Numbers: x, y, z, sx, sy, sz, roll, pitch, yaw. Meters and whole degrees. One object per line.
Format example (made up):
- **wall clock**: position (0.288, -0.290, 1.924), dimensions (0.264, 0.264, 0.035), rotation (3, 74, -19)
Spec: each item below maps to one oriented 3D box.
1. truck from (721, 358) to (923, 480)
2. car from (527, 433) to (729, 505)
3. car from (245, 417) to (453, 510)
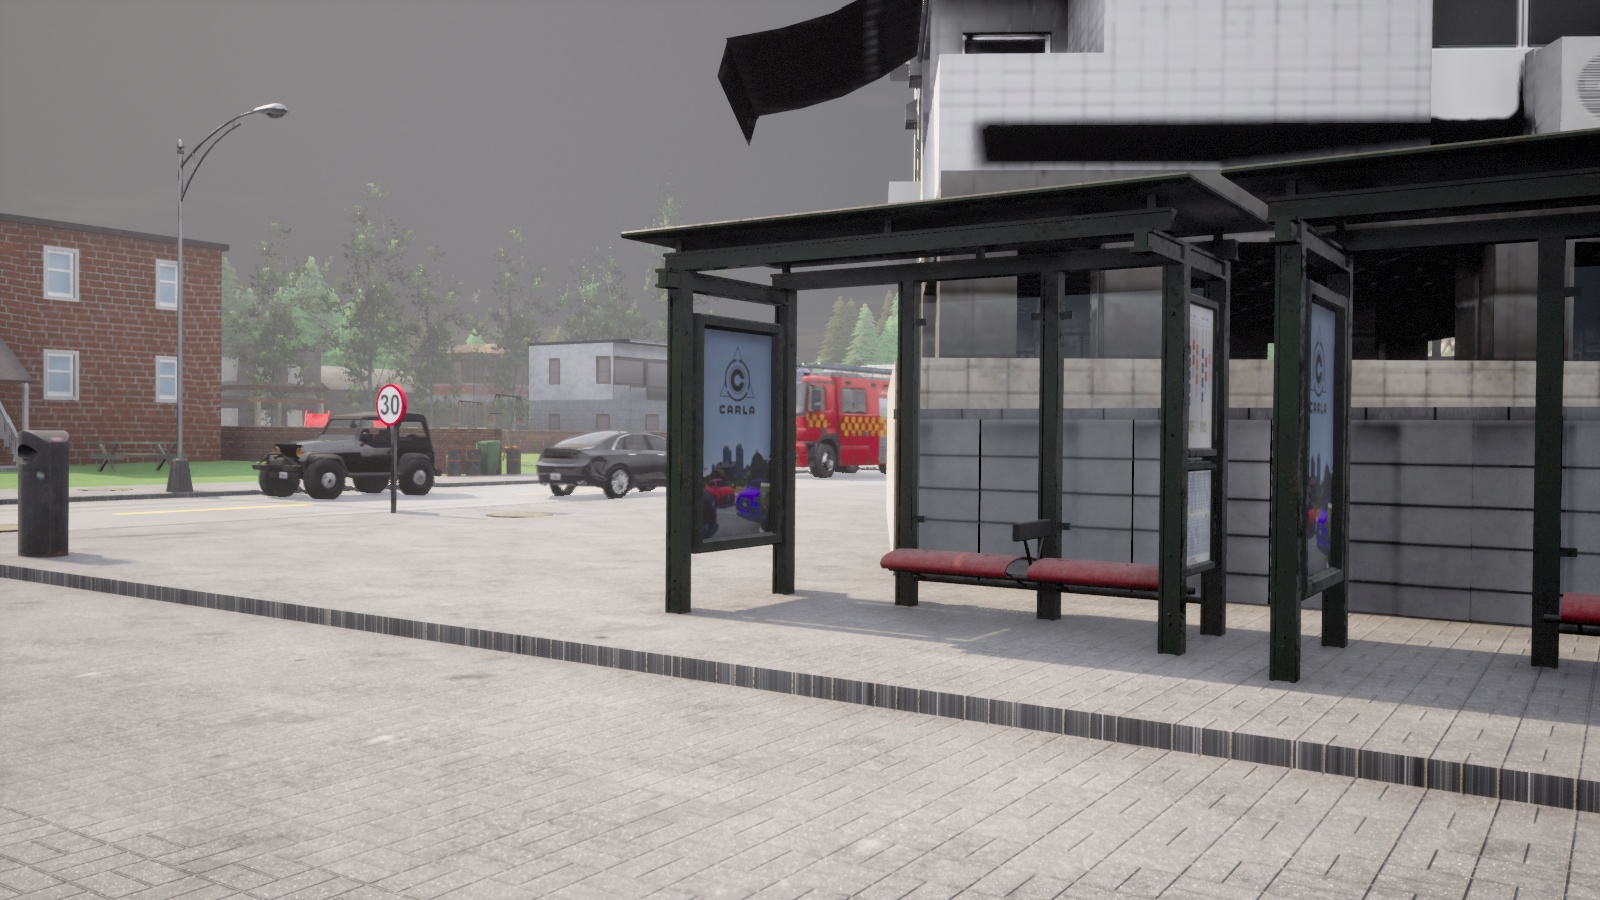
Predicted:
- **truck**: position (0.989, -1.037, 43.580), dimensions (2.891, 3.827, 8.468), rotation (0, 1, 34)
- **car**: position (-3.855, 0.375, 29.044), dimensions (1.837, 1.490, 4.892), rotation (0, 1, 34)
- **car**: position (-9.743, 0.243, 27.389), dimensions (1.905, 1.878, 3.866), rotation (0, 1, 34)
